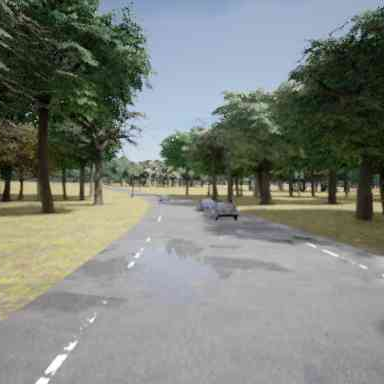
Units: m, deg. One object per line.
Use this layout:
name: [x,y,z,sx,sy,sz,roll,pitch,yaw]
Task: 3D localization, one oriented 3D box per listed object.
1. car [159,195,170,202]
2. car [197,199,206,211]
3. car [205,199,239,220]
car: [-5.480,1.272,65.929,1.812,1.442,4.674,0,0,-9]
car: [1.666,1.473,39.451,2.033,1.411,5.357,0,0,-6]
car: [2.591,1.514,27.683,2.033,1.411,5.357,0,0,-3]
